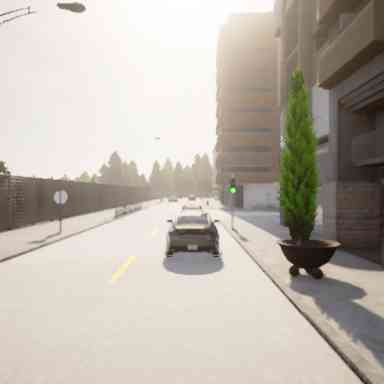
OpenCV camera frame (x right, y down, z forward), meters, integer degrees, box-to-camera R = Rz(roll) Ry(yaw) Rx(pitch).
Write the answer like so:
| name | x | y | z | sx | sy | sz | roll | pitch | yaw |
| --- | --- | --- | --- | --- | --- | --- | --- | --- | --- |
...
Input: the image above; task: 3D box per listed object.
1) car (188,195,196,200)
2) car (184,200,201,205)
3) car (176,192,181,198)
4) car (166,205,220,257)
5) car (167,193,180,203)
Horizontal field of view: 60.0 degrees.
| name | x | y | z | sx | sy | sz | roll | pitch | yaw |
| --- | --- | --- | --- | --- | --- | --- | --- | --- | --- |
| car | 0.014 | 1.475 | 80.247 | 1.837 | 1.490 | 4.892 | 0 | 0 | 0 |
| car | 0.039 | 1.593 | 27.354 | 1.895 | 1.301 | 4.718 | 0 | 0 | 0 |
| car | -3.985 | 1.049 | 85.269 | 2.150 | 2.045 | 5.566 | 0 | 0 | 0 |
| car | 0.041 | 1.502 | 12.984 | 1.837 | 1.490 | 4.892 | 0 | 0 | 1 |
| car | -3.989 | 1.505 | 69.672 | 1.812 | 1.442 | 4.674 | 0 | 0 | 0 |
